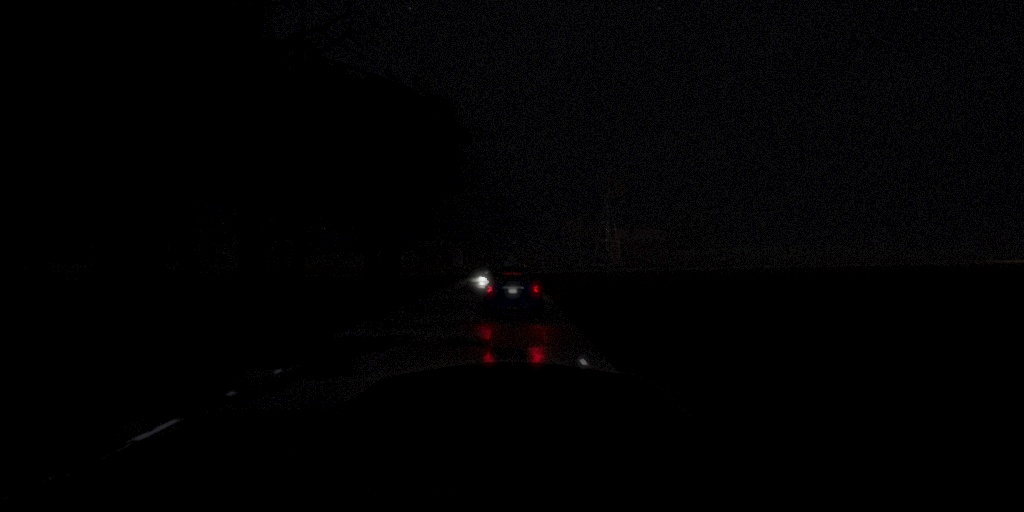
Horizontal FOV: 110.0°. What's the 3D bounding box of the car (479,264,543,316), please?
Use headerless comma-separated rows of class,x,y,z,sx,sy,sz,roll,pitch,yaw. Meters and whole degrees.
car,0.048,1.209,14.121,2.097,1.767,4.553,0,-1,1
